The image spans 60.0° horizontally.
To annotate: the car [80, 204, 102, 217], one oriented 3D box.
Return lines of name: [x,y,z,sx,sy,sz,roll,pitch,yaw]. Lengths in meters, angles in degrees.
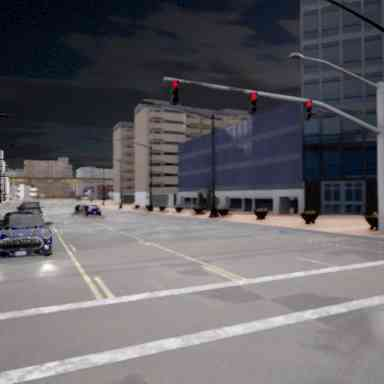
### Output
car: [-12.943,2.429,43.123,1.812,1.442,4.674,0,-1,-25]

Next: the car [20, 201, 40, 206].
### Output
car: [-16.229,1.975,33.380,2.150,2.045,5.566,0,-1,-26]

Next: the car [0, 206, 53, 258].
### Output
car: [-6.889,1.606,13.588,2.097,1.767,4.553,0,-1,-25]

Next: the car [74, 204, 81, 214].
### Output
car: [-17.366,2.645,52.376,2.128,1.511,4.902,0,-1,-25]

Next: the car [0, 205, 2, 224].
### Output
car: [-18.327,2.060,29.621,2.097,1.767,4.553,0,-1,-25]
